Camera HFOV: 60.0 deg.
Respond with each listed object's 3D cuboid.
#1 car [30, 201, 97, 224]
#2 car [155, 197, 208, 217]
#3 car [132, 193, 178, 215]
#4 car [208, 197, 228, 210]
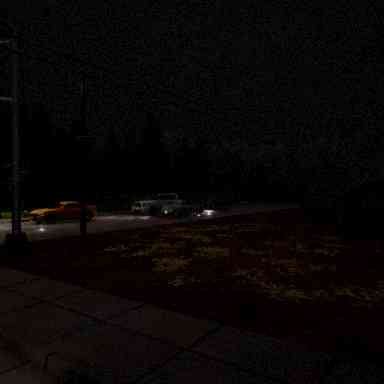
[{"bbox_3d":[-9.579,1.484,25.030,1.882,1.535,5.008,0,0,37],"label":"car"},{"bbox_3d":[-0.869,1.473,30.558,1.812,1.442,4.674,0,0,37],"label":"car"},{"bbox_3d":[-3.464,1.174,33.270,2.150,2.045,5.566,0,0,36],"label":"car"},{"bbox_3d":[2.760,1.402,41.627,1.837,1.490,4.892,0,0,37],"label":"car"}]
